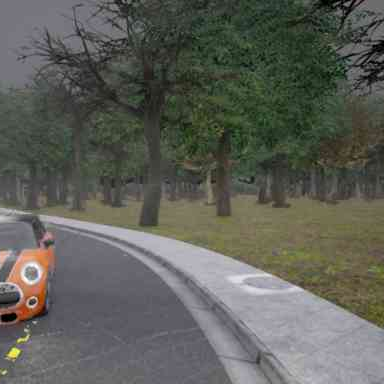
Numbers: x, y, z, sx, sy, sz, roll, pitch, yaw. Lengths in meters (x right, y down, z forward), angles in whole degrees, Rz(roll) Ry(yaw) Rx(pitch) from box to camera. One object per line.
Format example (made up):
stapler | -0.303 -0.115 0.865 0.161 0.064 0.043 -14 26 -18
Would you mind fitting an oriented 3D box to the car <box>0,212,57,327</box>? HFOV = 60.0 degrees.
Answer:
car | -4.055 1.340 7.039 2.097 1.767 4.553 0 0 -20
